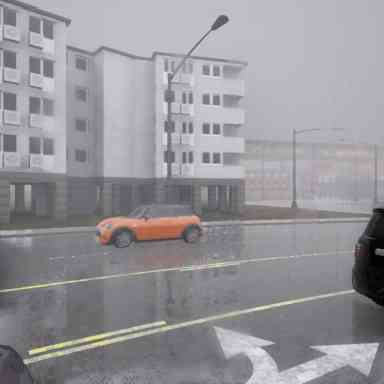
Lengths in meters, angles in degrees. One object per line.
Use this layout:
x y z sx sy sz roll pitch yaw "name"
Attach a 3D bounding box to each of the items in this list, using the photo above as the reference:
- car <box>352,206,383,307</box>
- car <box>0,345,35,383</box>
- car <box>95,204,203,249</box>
5.621 1.221 6.262 5.566 2.045 2.150 0 0 -23 "car"
-3.381 1.547 1.190 5.357 1.411 2.033 0 0 -37 "car"
-1.864 1.352 14.547 4.553 1.767 2.097 0 0 -26 "car"
